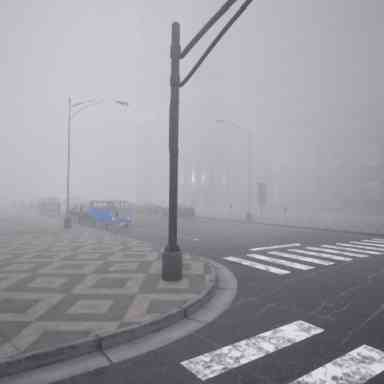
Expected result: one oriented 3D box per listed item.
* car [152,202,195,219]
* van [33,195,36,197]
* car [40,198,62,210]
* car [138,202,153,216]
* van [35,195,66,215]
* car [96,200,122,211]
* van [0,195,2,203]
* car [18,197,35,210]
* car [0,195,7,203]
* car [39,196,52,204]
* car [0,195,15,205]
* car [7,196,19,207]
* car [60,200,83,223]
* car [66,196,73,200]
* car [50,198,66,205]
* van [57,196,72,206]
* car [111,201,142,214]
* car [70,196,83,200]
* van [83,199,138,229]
[{"bbox_3d":[-1.479,1.710,30.660,1.887,1.381,4.507,1,-1,-35],"label":"car"},{"bbox_3d":[-36.575,1.742,80.282,1.690,1.788,3.998,1,-1,-35],"label":"van"},{"bbox_3d":[-19.740,1.659,46.485,1.837,1.490,4.892,1,-1,-35],"label":"car"},{"bbox_3d":[-4.670,1.731,35.170,1.887,1.381,4.507,1,-1,-35],"label":"car"},{"bbox_3d":[-14.850,1.398,34.762,1.690,1.788,3.998,1,-1,-35],"label":"van"},{"bbox_3d":[-11.149,1.755,44.331,1.752,1.417,4.829,1,-1,-35],"label":"car"},{"bbox_3d":[-46.738,1.614,79.880,1.690,1.788,3.998,1,-1,-35],"label":"van"},{"bbox_3d":[-21.230,1.682,43.784,1.802,1.307,4.206,1,-1,-35],"label":"car"},{"bbox_3d":[-43.548,1.566,75.369,2.192,1.841,5.009,1,-1,-35],"label":"car"},{"bbox_3d":[-33.386,1.820,75.771,1.967,1.590,4.097,1,-1,-35],"label":"car"},{"bbox_3d":[-37.075,1.732,66.204,1.752,1.417,4.829,1,-1,-35],"label":"car"},{"bbox_3d":[-27.607,1.693,52.808,2.008,1.369,4.403,1,-1,-35],"label":"car"},{"bbox_3d":[-8.474,1.560,25.737,1.887,1.381,4.507,1,-1,-35],"label":"car"},{"bbox_3d":[-20.622,1.608,57.728,2.192,1.841,5.009,1,-1,-35],"label":"car"},{"bbox_3d":[-27.005,1.887,66.747,2.008,1.369,4.403,1,-1,-35],"label":"car"},{"bbox_3d":[-23.812,1.656,62.238,1.690,1.788,3.998,1,-1,-35],"label":"van"},{"bbox_3d":[-7.860,1.752,39.681,1.887,1.381,4.507,1,-1,-35],"label":"car"},{"bbox_3d":[-17.433,1.816,53.214,1.887,1.381,4.507,1,-1,-35],"label":"car"},{"bbox_3d":[-5.283,1.336,21.227,1.690,1.788,3.998,1,-1,-35],"label":"van"}]
